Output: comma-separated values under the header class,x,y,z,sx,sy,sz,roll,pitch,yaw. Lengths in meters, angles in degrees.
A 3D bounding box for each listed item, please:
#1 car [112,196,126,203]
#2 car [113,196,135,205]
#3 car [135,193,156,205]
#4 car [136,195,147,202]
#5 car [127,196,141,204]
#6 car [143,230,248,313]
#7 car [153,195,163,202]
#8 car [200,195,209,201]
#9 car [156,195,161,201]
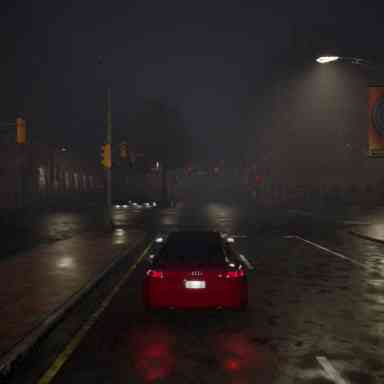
class,x,y,z,sx,sy,sz,roll,pitch,yaw
car,-14.789,1.595,67.840,1.895,1.301,4.718,0,0,0
car,-11.615,1.564,56.884,1.994,1.385,4.181,0,0,0
car,-8.114,1.221,58.599,2.150,2.045,5.566,0,0,0
car,-11.544,1.478,76.597,1.882,1.535,5.008,0,0,0
car,-11.565,1.564,66.178,1.994,1.385,4.181,0,0,0
car,0.070,1.564,7.736,1.994,1.385,4.181,0,0,0
car,-8.045,1.500,78.602,1.837,1.490,4.892,0,0,0
car,3.450,1.553,87.123,1.994,1.385,4.181,0,0,0
car,-8.044,1.601,68.399,1.895,1.301,4.718,0,0,0
